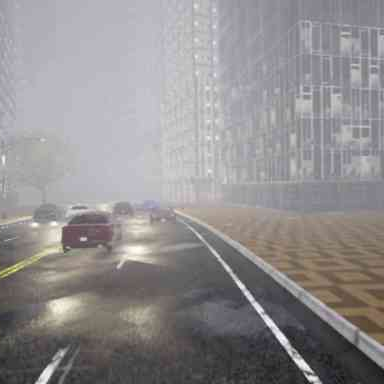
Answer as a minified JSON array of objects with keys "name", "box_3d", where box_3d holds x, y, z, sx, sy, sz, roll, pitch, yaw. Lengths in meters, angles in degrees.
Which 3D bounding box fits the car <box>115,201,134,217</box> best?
[{"name":"car","box_3d":[-7.006,1.684,34.018,1.882,1.535,5.008,-1,0,-10]}]

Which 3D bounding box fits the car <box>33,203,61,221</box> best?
[{"name":"car","box_3d":[-13.255,1.817,30.999,1.882,1.535,5.008,-1,0,-10]}]

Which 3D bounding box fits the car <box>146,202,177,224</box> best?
[{"name":"car","box_3d":[-2.318,1.693,25.538,1.895,1.301,4.718,-1,0,-8]}]

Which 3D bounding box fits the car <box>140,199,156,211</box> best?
[{"name":"car","box_3d":[-5.623,1.664,43.312,1.882,1.535,5.008,-1,0,-12]}]

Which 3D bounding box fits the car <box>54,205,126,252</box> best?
[{"name":"car","box_3d":[-4.235,1.592,14.664,1.882,1.535,5.008,-1,0,-6]}]

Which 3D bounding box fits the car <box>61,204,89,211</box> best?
[{"name":"car","box_3d":[-9.544,1.779,28.562,1.812,1.442,4.674,-1,0,-9]}]
